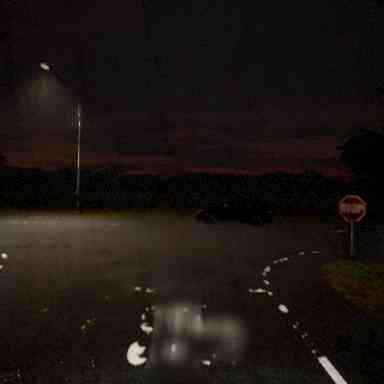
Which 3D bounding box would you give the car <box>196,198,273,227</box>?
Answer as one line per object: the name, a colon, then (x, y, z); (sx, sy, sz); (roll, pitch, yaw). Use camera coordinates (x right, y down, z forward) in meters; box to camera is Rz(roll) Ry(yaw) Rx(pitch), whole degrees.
car: (3.111, 1.451, 24.333); (5.566, 2.045, 2.150); (2, 0, 0)
